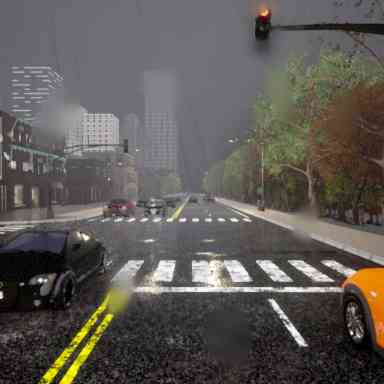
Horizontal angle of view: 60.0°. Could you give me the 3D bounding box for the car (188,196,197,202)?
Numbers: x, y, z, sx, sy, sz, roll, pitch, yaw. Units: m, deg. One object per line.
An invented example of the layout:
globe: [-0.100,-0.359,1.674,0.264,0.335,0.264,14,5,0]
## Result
car: [0.177,1.564,74.914,1.895,1.301,4.718,0,0,0]

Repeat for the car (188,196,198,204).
car: [0.248,1.522,64.421,2.033,1.411,5.357,0,0,1]

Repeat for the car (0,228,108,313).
car: [-3.333,1.562,7.620,1.994,1.385,4.181,0,0,0]

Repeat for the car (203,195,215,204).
car: [3.498,1.466,64.696,2.128,1.511,4.902,0,0,0]

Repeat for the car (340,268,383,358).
car: [3.359,1.351,3.381,2.097,1.767,4.553,0,0,0]

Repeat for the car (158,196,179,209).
car: [-3.243,1.461,46.373,1.882,1.535,5.008,0,1,0]

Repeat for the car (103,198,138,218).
car: [-6.532,1.343,30.043,2.097,1.767,4.553,0,0,0]

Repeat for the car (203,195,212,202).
car: [3.427,1.446,74.861,1.882,1.535,5.008,0,0,0]

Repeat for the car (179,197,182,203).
car: [-3.108,1.537,67.608,1.994,1.385,4.181,0,0,1]

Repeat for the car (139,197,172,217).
car: [-3.280,1.482,30.894,2.128,1.511,4.902,0,0,0]

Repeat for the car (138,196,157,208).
car: [-6.492,1.461,46.290,1.882,1.535,5.008,0,0,0]
